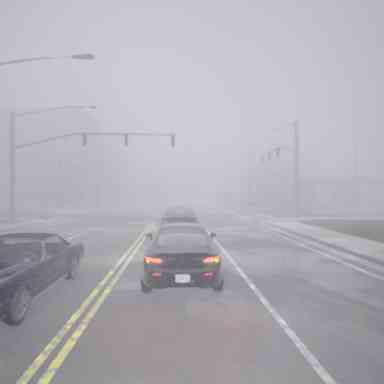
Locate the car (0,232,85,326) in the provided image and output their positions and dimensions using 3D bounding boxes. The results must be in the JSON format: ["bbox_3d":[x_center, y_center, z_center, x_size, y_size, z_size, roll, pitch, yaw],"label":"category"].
[{"bbox_3d":[-3.871,1.616,7.185,1.895,1.301,4.718,0,0,-2],"label":"car"}]

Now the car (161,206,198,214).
[{"bbox_3d":[-0.678,1.502,17.891,1.882,1.535,5.008,0,0,-3],"label":"car"}]

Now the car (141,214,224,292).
[{"bbox_3d":[-0.275,1.538,8.846,1.812,1.442,4.674,0,0,-2],"label":"car"}]
